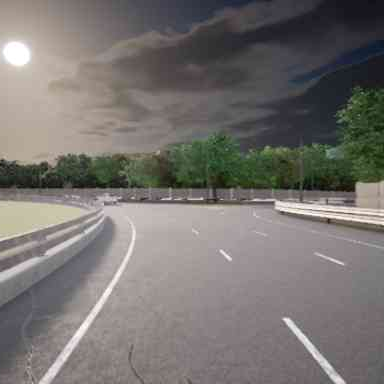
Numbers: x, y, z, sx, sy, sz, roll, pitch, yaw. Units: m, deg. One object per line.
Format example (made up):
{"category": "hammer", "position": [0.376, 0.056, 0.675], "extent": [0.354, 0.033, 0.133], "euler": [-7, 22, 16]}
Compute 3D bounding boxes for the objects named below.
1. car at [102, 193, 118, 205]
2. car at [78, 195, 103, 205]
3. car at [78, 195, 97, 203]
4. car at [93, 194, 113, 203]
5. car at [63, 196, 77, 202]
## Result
{"category": "car", "position": [-15.875, 1.283, 62.458], "extent": [2.150, 2.045, 5.566], "euler": [1, 0, -35]}
{"category": "car", "position": [-18.393, 1.578, 59.952], "extent": [2.033, 1.411, 5.357], "euler": [1, 0, -35]}
{"category": "car", "position": [-22.183, 1.475, 70.550], "extent": [1.837, 1.490, 4.892], "euler": [1, 0, -43]}
{"category": "car", "position": [-19.516, 1.358, 72.822], "extent": [2.097, 1.767, 4.553], "euler": [1, 0, -43]}
{"category": "car", "position": [-24.849, 1.542, 68.280], "extent": [1.895, 1.301, 4.718], "euler": [1, 0, -43]}
